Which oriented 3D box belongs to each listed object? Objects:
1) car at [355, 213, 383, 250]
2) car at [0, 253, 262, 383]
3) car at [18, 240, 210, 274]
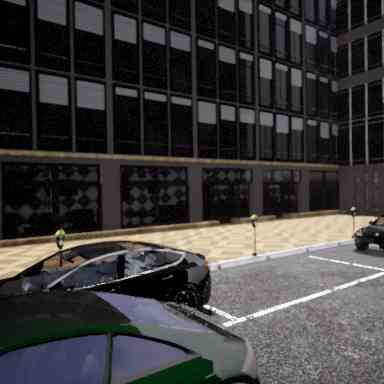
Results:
[{"bbox_3d":[7.651,1.359,11.990,4.313,1.339,1.947,-1,0,-35],"label":"car"},{"bbox_3d":[-1.418,1.562,2.367,4.181,1.385,1.994,-1,1,-35],"label":"car"},{"bbox_3d":[-1.636,1.539,5.392,4.313,1.339,1.947,-1,0,-35],"label":"car"}]
